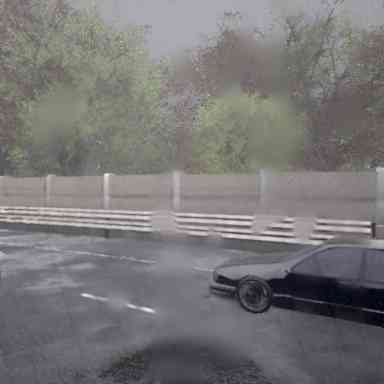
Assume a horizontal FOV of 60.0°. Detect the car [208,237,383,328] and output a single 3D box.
[{"bbox_3d":[3.010,1.573,6.050,5.357,1.411,2.033,0,0,31],"label":"car"}]
